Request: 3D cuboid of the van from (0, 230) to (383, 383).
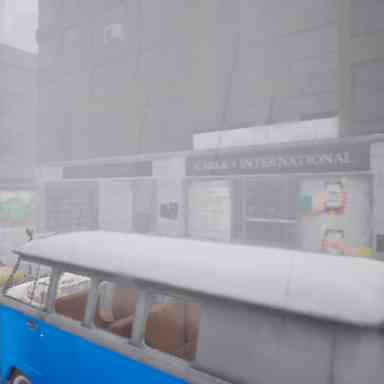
[{"bbox_3d":[-0.211,1.338,2.997,3.998,1.788,1.690,0,0,36],"label":"van"}]
